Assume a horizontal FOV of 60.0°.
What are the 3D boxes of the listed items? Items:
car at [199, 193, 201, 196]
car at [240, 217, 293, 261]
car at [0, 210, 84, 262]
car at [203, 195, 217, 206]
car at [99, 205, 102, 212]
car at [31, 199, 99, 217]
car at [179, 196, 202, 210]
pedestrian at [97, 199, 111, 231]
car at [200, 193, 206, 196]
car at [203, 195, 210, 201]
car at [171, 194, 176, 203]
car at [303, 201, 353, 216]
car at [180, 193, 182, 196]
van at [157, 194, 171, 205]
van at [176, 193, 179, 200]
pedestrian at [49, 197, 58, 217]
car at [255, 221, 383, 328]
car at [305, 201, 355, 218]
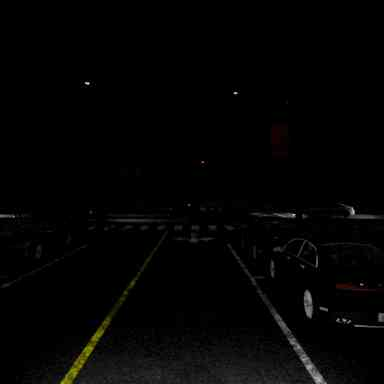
[{"bbox_3d":[3.779,1.467,92.675,1.967,1.590,4.097,0,0,1],"label":"car"},{"bbox_3d":[2.823,1.551,11.906,2.008,1.369,4.403,0,0,0],"label":"car"},{"bbox_3d":[-5.702,1.551,11.953,2.008,1.369,4.403,0,0,0],"label":"car"},{"bbox_3d":[3.230,1.561,54.087,2.008,1.369,4.403,0,0,1],"label":"car"},{"bbox_3d":[-10.724,1.433,31.087,4.718,1.301,1.895,1,0,-4],"label":"car"},{"bbox_3d":[-10.549,1.320,26.990,4.902,1.511,2.128,1,0,7],"label":"car"},{"bbox_3d":[-0.139,1.587,43.925,1.994,1.385,4.181,0,1,7],"label":"car"},{"bbox_3d":[-5.092,1.294,19.219,0.375,1.860,0.375,0,0,0],"label":"pedestrian"},{"bbox_3d":[3.466,1.332,70.624,2.192,1.841,5.009,0,0,1],"label":"car"},{"bbox_3d":[3.703,1.550,87.332,1.752,1.417,4.829,0,0,1],"label":"car"},{"bbox_3d":[-5.059,1.583,70.742,1.947,1.339,4.313,0,0,1],"label":"car"},{"bbox_3d":[15.147,1.818,37.215,4.892,1.490,1.837,1,0,0],"label":"car"},{"bbox_3d":[-4.745,1.342,92.791,2.192,1.841,5.009,0,0,1],"label":"car"},{"bbox_3d":[-5.215,1.353,59.719,1.690,1.788,3.998,0,0,1],"label":"van"},{"bbox_3d":[-4.902,1.363,81.767,1.690,1.788,3.998,0,0,1],"label":"van"},{"bbox_3d":[-8.252,1.142,19.852,0.375,1.860,0.375,0,0,0],"label":"pedestrian"},{"bbox_3d":[2.798,1.550,6.913,2.008,1.369,4.403,0,0,0],"label":"car"},{"bbox_3d":[14.068,1.813,33.954,4.674,1.442,1.812,1,0,1],"label":"car"}]
